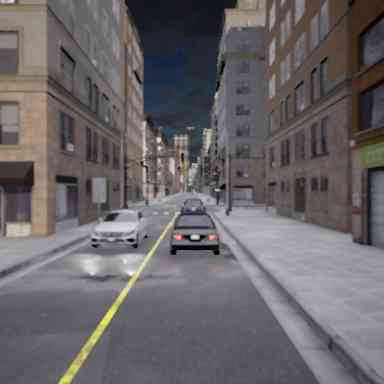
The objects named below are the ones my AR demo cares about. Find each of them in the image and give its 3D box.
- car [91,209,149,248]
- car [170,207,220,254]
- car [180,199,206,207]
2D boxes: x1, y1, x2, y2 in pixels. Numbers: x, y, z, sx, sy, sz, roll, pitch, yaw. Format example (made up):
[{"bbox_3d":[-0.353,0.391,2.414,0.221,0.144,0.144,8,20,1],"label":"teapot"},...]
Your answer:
[{"bbox_3d":[-3.007,1.510,14.733,1.812,1.442,4.674,0,0,0],"label":"car"},{"bbox_3d":[0.101,1.532,13.458,2.033,1.411,5.357,0,0,0],"label":"car"},{"bbox_3d":[0.103,1.323,27.211,2.097,1.767,4.553,0,0,0],"label":"car"}]
